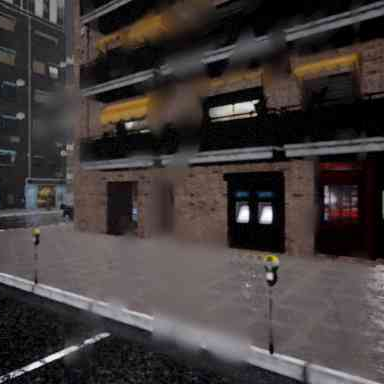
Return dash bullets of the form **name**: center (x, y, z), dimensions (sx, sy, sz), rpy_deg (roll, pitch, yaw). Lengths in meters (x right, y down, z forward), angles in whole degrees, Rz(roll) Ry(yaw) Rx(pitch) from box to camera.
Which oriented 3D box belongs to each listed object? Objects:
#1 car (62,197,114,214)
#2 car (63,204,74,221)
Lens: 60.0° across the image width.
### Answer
- **car**: center (-10.144, 1.240, 32.754), dimensions (1.752, 1.417, 4.829), rpy_deg (1, 1, 36)
- **car**: center (-6.975, 1.324, 23.700), dimensions (2.008, 1.369, 4.403), rpy_deg (1, 1, 36)
